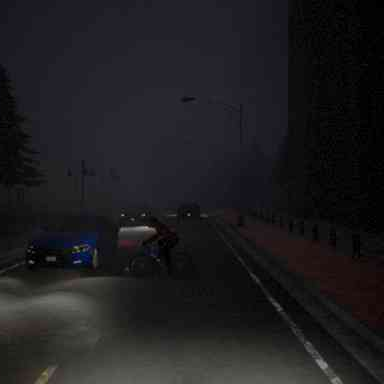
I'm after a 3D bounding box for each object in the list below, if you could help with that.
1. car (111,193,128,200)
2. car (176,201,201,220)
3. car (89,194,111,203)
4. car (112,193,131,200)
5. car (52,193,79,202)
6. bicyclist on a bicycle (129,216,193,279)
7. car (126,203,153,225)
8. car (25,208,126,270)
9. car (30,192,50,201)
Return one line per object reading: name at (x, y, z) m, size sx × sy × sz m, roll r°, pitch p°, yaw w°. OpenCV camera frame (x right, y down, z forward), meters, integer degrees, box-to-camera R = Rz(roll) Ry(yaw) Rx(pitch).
car at (-18.821, 1.090, 86.490) m, size 3.866 × 1.878 × 1.905 m, roll 0°, pitch 0°, yaw -1°
car at (-0.266, 1.504, 28.269) m, size 1.837 × 1.490 × 4.892 m, roll 0°, pitch 0°, yaw -1°
car at (-18.253, 1.387, 65.007) m, size 3.633 × 1.501 × 1.845 m, roll 0°, pitch 0°, yaw -1°
car at (-18.369, 1.110, 83.590) m, size 4.605 × 1.855 × 1.932 m, roll 0°, pitch 0°, yaw -1°
car at (-25.714, 1.398, 67.885) m, size 3.806 × 1.475 × 1.970 m, roll 0°, pitch 0°, yaw -1°
bicyclist on a bicycle at (-0.813, 1.450, 8.564) m, size 1.656 × 1.620 × 0.582 m, roll -2°, pitch 0°, yaw -1°
car at (-3.900, 1.525, 24.038) m, size 1.812 × 1.442 × 4.674 m, roll 0°, pitch 0°, yaw 0°
car at (-3.736, 1.477, 11.237) m, size 1.882 × 1.535 × 5.008 m, roll 0°, pitch 0°, yaw -1°
car at (-36.868, 1.333, 79.727) m, size 3.633 × 1.501 × 1.845 m, roll 0°, pitch 0°, yaw -1°
